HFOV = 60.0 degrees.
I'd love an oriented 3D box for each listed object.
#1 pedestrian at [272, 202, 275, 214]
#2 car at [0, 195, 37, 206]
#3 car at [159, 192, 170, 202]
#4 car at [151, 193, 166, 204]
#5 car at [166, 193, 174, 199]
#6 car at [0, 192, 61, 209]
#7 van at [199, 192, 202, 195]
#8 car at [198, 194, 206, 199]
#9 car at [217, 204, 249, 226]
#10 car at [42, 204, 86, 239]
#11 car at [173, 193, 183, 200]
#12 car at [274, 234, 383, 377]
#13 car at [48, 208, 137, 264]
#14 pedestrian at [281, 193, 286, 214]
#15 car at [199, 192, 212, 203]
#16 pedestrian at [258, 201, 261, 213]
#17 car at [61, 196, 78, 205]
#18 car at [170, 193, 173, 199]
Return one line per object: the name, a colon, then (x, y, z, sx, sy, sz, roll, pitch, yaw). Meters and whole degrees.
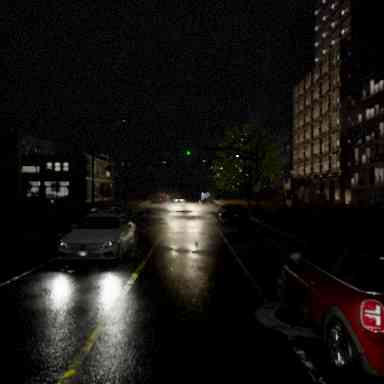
pedestrian: (7.135, 1.383, 29.118, 0.500, 1.100, 0.500, 0, 0, 0)
car: (-22.815, 1.118, 43.547, 4.206, 1.307, 1.802, 1, -1, -1)
car: (-5.687, 1.012, 60.174, 2.192, 1.841, 5.009, 0, 0, 0)
car: (-5.688, 1.307, 54.624, 1.802, 1.307, 4.206, 0, 0, 0)
car: (-5.688, 1.086, 87.760, 1.752, 1.417, 4.829, 0, 0, 0)
car: (-17.149, 0.921, 35.250, 5.009, 1.841, 2.192, 1, -1, -1)
van: (2.694, 1.011, 65.728, 1.690, 1.788, 3.998, 0, 0, 0)
car: (2.692, 1.126, 87.932, 1.947, 1.339, 4.313, 0, 0, 0)
car: (2.693, 1.454, 22.149, 1.947, 1.339, 4.313, 0, 0, 0)
car: (-5.687, 1.482, 16.609, 1.947, 1.339, 4.313, 0, 0, 0)
car: (-3.001, 1.164, 77.532, 1.994, 1.385, 4.181, 0, 0, 0)
car: (2.694, 1.412, 5.531, 1.967, 1.590, 4.097, 0, 0, 0)
car: (-3.095, 1.466, 11.755, 1.812, 1.442, 4.674, 0, 0, 0)
pedestrian: (8.135, 1.018, 29.718, 0.375, 1.860, 0.375, 0, 0, 0)
car: (2.692, 1.222, 60.347, 1.752, 1.417, 4.829, 0, 0, 0)
pedestrian: (6.135, 1.369, 30.318, 0.500, 1.100, 0.500, 0, 0, 0)
car: (-17.270, 1.149, 43.626, 4.507, 1.381, 1.887, 1, -1, -1)
car: (-5.688, 1.193, 71.277, 2.008, 1.369, 4.403, 0, 0, 0)
